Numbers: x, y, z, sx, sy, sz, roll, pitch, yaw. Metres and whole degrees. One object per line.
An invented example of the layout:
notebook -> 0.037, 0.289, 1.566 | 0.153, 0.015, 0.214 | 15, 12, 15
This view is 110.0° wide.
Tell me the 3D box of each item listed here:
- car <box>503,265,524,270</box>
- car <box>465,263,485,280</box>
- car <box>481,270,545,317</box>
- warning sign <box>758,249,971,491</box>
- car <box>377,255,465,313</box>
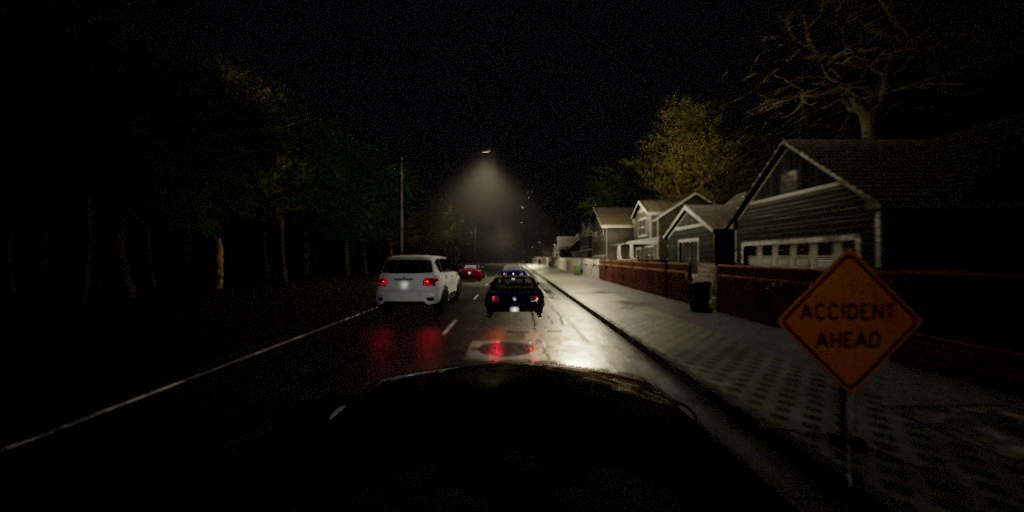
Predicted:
car -> 0.090, 1.360, 28.620 | 1.895, 1.301, 4.718 | 0, 0, 0
car -> -3.411, 1.323, 30.830 | 1.994, 1.385, 4.181 | 0, 0, 0
car -> 0.091, 1.358, 13.298 | 1.895, 1.301, 4.718 | 0, 0, 0
warning sign -> 3.049, 0.867, 3.262 | 1.300, 1.860, 1.060 | 0, 0, 0
car -> -3.408, 0.978, 14.056 | 2.150, 2.045, 5.566 | 0, 0, 0
